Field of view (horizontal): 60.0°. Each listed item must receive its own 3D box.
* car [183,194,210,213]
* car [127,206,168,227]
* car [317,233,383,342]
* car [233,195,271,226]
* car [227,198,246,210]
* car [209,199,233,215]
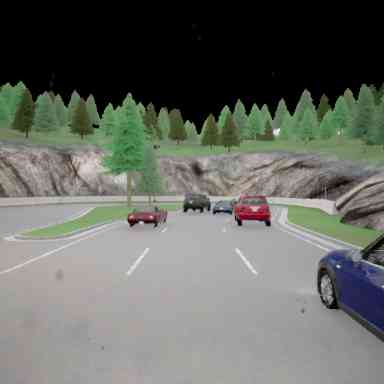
[{"bbox_3d":[0.660,1.221,37.524,2.150,2.045,5.566,0,0,16],"label":"car"},{"bbox_3d":[-2.906,1.601,22.800,1.895,1.301,4.718,0,0,6],"label":"car"},{"bbox_3d":[3.602,1.354,4.957,2.097,1.767,4.553,0,0,0],"label":"car"},{"bbox_3d":[4.248,1.223,23.665,2.150,2.045,5.566,0,0,6],"label":"car"},{"bbox_3d":[6.010,1.547,44.115,2.033,1.411,5.357,0,0,12],"label":"car"},{"bbox_3d":[3.427,1.564,34.364,1.994,1.385,4.181,0,0,15],"label":"car"}]
